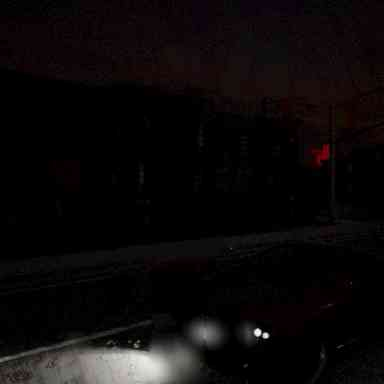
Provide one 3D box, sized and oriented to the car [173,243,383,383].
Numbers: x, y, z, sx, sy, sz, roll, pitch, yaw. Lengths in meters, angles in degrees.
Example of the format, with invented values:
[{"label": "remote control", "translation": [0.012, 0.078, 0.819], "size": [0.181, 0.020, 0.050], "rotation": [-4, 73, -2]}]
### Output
[{"label": "car", "translation": [1.785, 1.558, 5.253], "size": [4.181, 1.385, 1.994], "rotation": [0, 0, -35]}]
